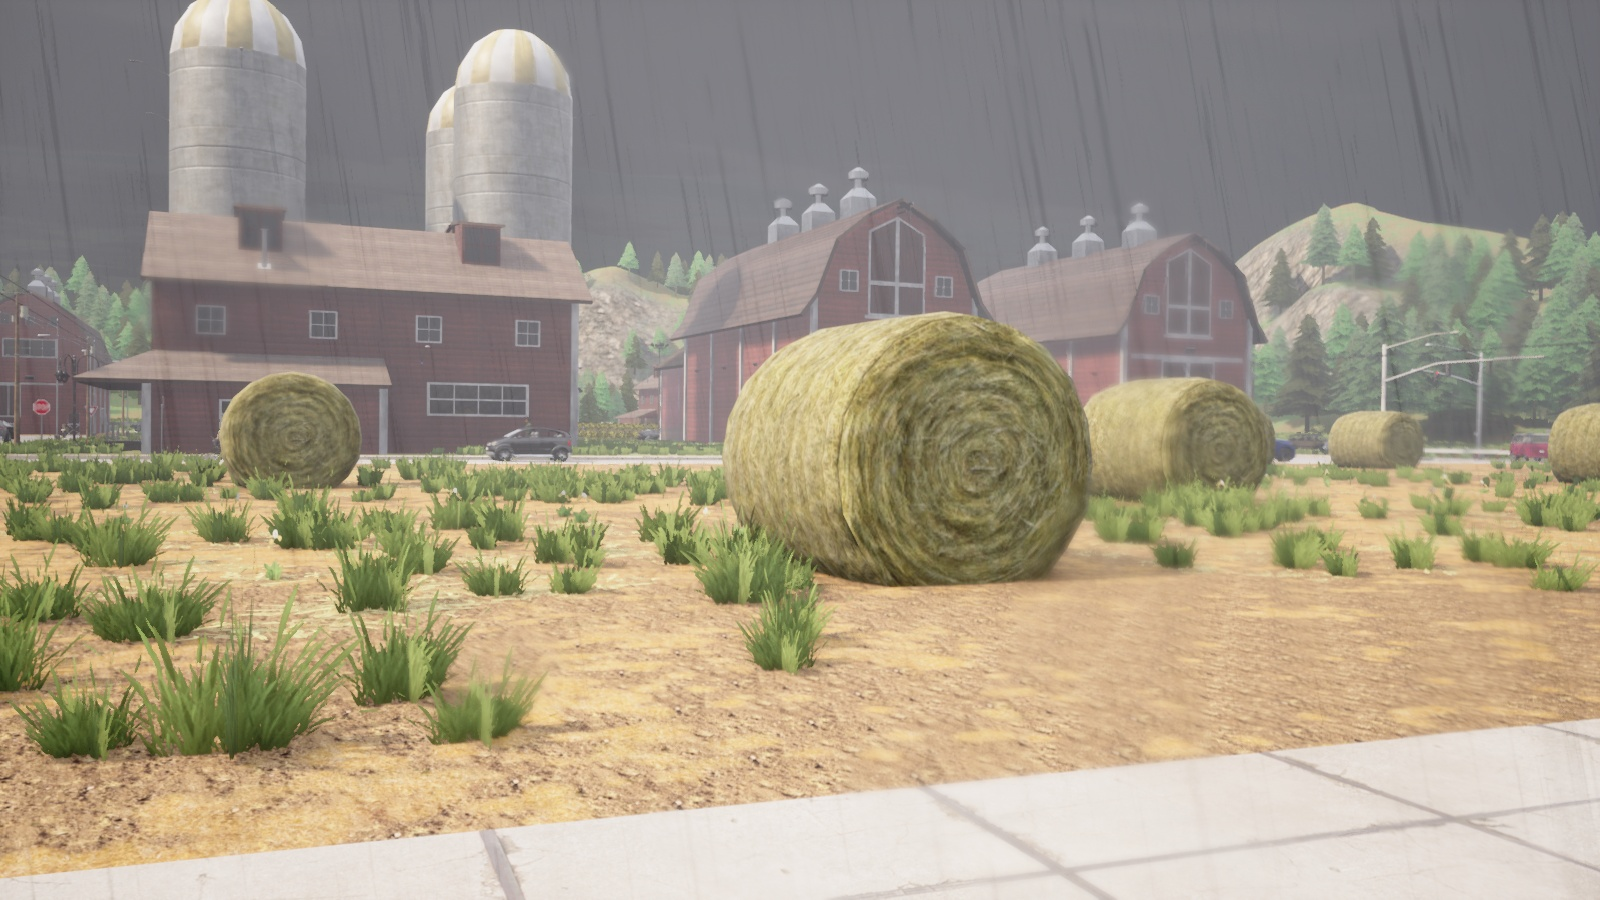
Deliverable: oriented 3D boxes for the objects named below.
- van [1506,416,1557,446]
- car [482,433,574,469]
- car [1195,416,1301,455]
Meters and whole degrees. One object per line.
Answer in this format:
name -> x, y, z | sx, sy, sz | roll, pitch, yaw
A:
van -> 49.813, -1.263, 85.581 | 1.775, 1.987, 4.442 | 0, 1, 13
car -> -12.138, 0.015, 56.029 | 3.705, 1.549, 1.789 | -1, 1, -25
car -> 24.671, -0.808, 69.126 | 5.566, 2.045, 2.150 | -1, 1, -25
